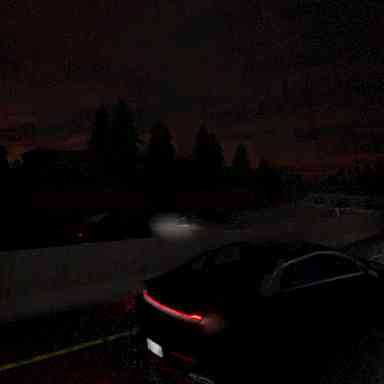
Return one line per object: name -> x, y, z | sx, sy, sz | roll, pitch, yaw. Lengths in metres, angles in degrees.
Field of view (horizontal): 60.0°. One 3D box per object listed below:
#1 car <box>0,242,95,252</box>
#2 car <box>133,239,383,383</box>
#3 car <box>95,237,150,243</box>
car -> -5.307, 1.378, 9.005 | 4.553, 1.767, 2.097 | 0, 0, -37
car -> 1.506, 1.496, 5.146 | 4.902, 1.511, 2.128 | 0, 0, -38
car -> -3.702, 1.556, 14.660 | 4.674, 1.442, 1.812 | 0, 0, -40
